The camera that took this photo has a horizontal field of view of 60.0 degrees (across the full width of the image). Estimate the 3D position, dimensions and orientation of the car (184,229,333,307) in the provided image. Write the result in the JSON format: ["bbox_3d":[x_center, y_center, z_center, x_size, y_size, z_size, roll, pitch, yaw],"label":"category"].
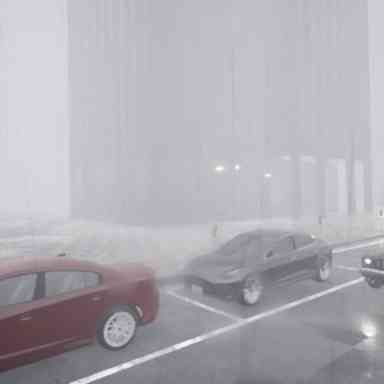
[{"bbox_3d":[1.808,1.630,8.209,4.313,1.339,1.947,-1,-1,-39],"label":"car"}]

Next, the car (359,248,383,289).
[{"bbox_3d":[6.032,1.590,8.168,4.718,1.301,1.895,-1,-1,-39],"label":"car"}]

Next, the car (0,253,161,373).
[{"bbox_3d":[-2.586,1.648,4.707,4.507,1.381,1.887,-1,-1,-39],"label":"car"}]
